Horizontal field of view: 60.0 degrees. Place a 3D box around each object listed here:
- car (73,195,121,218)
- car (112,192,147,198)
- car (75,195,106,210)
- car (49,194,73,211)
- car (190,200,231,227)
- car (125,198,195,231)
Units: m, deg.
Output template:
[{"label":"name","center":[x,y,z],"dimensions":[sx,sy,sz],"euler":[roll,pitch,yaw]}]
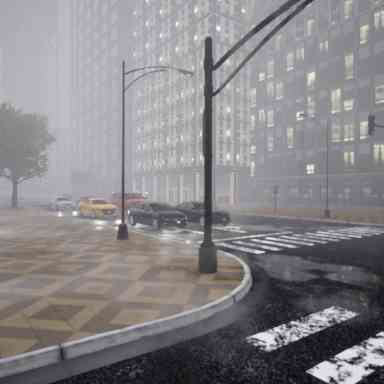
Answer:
[{"label":"car","center":[-7.808,1.253,27.371],"dimensions":[1.882,1.535,5.008],"euler":[0,0,-37]},{"label":"car","center":[-5.514,1.006,29.725],"dimensions":[2.150,2.045,5.566],"euler":[0,0,-37]},{"label":"car","center":[-11.679,1.175,38.023],"dimensions":[1.882,1.535,5.008],"euler":[0,0,-37]},{"label":"car","center":[-13.932,1.214,35.605],"dimensions":[1.812,1.442,4.674],"euler":[0,0,-37]},{"label":"car","center":[0.421,1.343,21.763],"dimensions":[1.882,1.535,5.008],"euler":[0,0,-37]},{"label":"car","center":[-2.153,1.356,19.777],"dimensions":[1.837,1.490,4.892],"euler":[0,0,-37]}]
